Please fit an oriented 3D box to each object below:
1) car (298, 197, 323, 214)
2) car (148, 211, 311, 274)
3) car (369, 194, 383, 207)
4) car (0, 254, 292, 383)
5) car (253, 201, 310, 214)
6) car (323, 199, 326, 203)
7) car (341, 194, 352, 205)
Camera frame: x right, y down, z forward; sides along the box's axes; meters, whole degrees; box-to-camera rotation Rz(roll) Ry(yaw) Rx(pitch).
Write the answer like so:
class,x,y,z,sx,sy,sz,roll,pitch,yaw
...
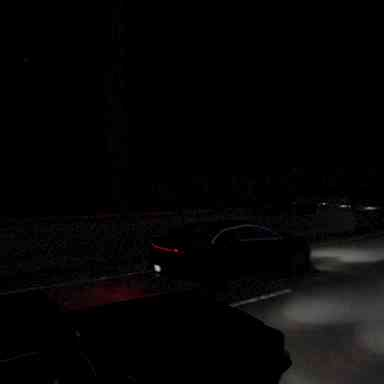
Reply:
class,x,y,z,sx,sy,sz,roll,pitch,yaw
car,9.737,1.519,30.208,1.882,1.535,5.008,0,0,43
car,1.180,1.495,8.897,4.902,1.511,2.128,0,0,-36
car,29.895,1.394,53.669,2.150,2.045,5.566,0,0,25
car,-1.317,1.601,2.806,4.718,1.301,1.895,0,0,-35
car,5.213,1.522,21.181,4.892,1.490,1.837,0,0,-40
car,29.866,1.901,77.718,1.994,1.385,4.181,0,0,10
car,30.415,1.475,64.863,2.150,2.045,5.566,0,0,18
